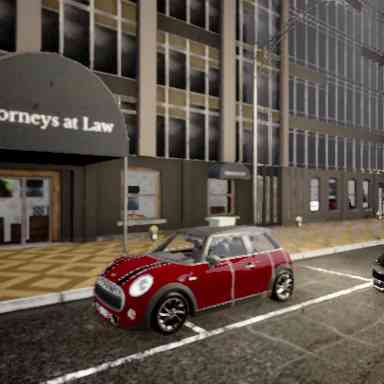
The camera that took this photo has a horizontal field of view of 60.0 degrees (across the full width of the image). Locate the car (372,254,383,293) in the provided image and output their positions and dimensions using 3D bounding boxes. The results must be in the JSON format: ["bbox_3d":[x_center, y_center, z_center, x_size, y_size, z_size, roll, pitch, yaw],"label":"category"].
[{"bbox_3d":[6.056,1.545,7.698,4.892,1.490,1.837,0,0,-35],"label":"car"}]

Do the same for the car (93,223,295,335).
[{"bbox_3d":[0.157,1.457,6.673,4.097,1.590,1.967,0,0,-36],"label":"car"}]
